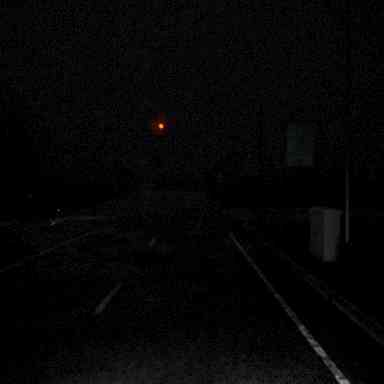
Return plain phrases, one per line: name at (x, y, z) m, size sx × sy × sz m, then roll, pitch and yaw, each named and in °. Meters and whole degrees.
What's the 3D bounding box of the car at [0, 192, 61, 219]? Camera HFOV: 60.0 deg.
car at (-12.783, 1.010, 24.842) m, size 5.566 × 2.045 × 2.150 m, roll 0°, pitch 1°, yaw -3°
